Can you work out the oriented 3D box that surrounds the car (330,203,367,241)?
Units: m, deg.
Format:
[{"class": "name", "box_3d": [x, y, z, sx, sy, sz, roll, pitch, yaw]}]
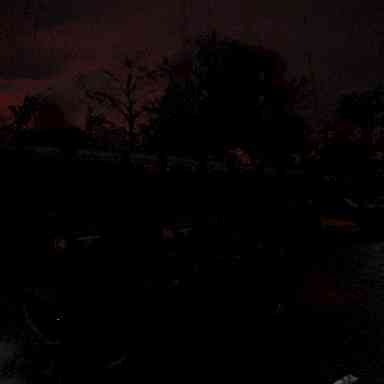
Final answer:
[{"class": "car", "box_3d": [5.578, 1.490, 16.779, 5.366, 1.575, 1.946, -1, -1, 34]}]

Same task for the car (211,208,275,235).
[{"class": "car", "box_3d": [0.527, 1.521, 13.353, 4.792, 1.488, 2.163, -1, -1, 35]}]

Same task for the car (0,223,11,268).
[{"class": "car", "box_3d": [-6.883, 1.487, 8.115, 4.892, 1.521, 2.231, -1, -1, 34]}]

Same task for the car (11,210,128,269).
[{"class": "car", "box_3d": [-4.398, 1.362, 9.833, 4.553, 1.767, 2.185, -1, -1, 35]}]

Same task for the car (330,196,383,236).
[{"class": "car", "box_3d": [7.906, 1.245, 18.618, 5.566, 2.045, 2.435, -1, -1, 35]}]

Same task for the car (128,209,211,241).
[{"class": "car", "box_3d": [-1.937, 1.364, 11.599, 4.553, 1.767, 2.185, -1, -1, 34]}]

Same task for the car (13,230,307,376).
[{"class": "car", "box_3d": [-0.221, 1.603, 5.676, 4.718, 1.301, 1.895, 0, 0, -35]}]

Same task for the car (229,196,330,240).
[{"class": "car", "box_3d": [2.935, 1.242, 15.145, 5.566, 2.045, 2.435, -1, 0, 34]}]
